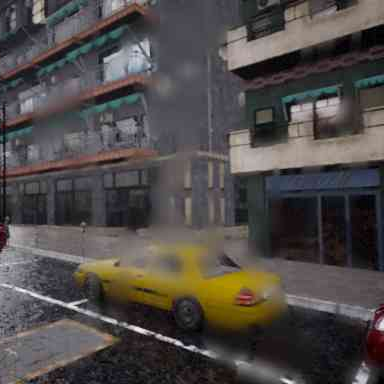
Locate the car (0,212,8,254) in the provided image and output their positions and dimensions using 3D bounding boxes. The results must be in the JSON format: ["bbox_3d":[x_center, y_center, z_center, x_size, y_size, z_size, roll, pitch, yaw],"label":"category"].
[{"bbox_3d":[-9.495,1.580,13.688,5.009,1.841,2.192,-1,-3,37],"label":"car"}]

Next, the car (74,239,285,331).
[{"bbox_3d":[-0.563,1.682,6.996,4.829,1.417,1.752,-1,-3,37],"label":"car"}]

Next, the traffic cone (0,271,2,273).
[{"bbox_3d":[-5.990,2.156,10.094,0.340,0.580,0.340,-1,-2,37],"label":"traffic cone"}]

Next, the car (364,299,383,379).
[{"bbox_3d":[4.111,1.541,3.506,4.097,1.590,1.967,-1,-3,37],"label":"car"}]
